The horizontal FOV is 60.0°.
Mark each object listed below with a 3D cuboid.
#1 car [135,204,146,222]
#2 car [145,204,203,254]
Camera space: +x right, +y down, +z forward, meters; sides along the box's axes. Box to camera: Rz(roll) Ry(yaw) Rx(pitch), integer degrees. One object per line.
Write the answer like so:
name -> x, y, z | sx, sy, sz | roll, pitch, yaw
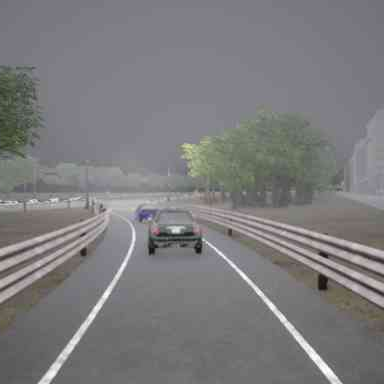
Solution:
car -> -4.040, 1.823, 30.101 | 1.882, 1.535, 5.008 | 0, 0, -16
car -> -0.864, 1.507, 14.532 | 2.097, 1.767, 4.553 | 0, -1, -7
